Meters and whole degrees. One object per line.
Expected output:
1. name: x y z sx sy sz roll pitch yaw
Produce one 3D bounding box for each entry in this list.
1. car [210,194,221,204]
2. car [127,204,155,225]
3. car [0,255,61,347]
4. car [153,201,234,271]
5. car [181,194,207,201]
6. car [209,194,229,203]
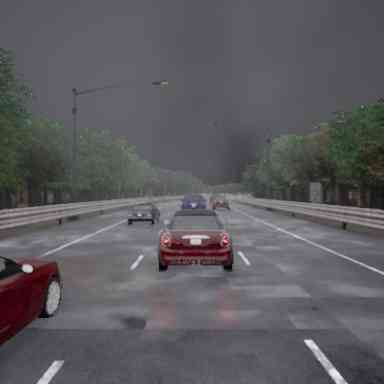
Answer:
1. car: 4.613 1.332 66.689 2.150 2.045 5.566 0 0 3
2. car: -3.379 1.536 24.021 2.033 1.411 5.357 0 0 0
3. car: -3.400 1.470 4.332 1.882 1.535 5.008 0 0 0
4. car: 0.102 1.338 10.991 2.097 1.767 4.553 0 0 0
5. car: 0.167 1.218 29.914 2.150 2.045 5.566 0 0 1
6. car: 3.818 1.370 44.808 2.097 1.767 4.553 0 0 2
